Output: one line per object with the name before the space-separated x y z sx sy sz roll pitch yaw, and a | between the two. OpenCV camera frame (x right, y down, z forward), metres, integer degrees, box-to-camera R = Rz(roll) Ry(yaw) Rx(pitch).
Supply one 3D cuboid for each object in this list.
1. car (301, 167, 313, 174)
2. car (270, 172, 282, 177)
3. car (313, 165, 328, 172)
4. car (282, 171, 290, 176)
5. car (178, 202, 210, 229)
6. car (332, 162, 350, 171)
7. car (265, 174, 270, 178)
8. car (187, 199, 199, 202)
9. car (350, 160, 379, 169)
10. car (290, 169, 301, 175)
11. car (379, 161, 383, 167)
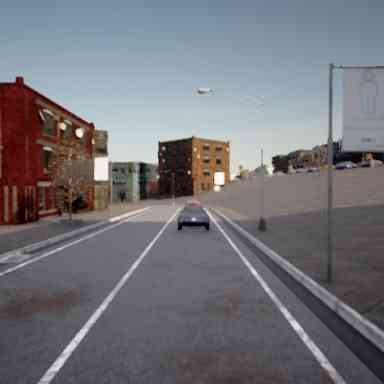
car | 22.100 -3.758 60.340 2.002 1.452 4.674 0 1 -2
car | 21.503 -4.203 82.337 2.185 1.767 4.553 0 1 -1
car | 22.452 -3.703 54.803 2.097 1.535 5.008 0 1 -4
car | 21.739 -3.960 71.400 2.231 1.521 4.892 0 1 -1
car | 0.102 1.584 21.703 1.994 1.385 4.181 0 0 0
car | 22.920 -3.734 49.297 2.185 1.767 4.553 0 1 -5
car | 21.384 -4.095 87.830 2.002 1.452 4.674 0 1 -1
car | 0.102 1.595 40.071 1.812 1.442 4.674 0 0 0
car | 23.539 -3.481 43.606 2.163 1.488 4.792 0 1 -6
car | 21.867 -3.888 65.882 2.231 1.521 4.892 0 1 -1
car | 24.241 -3.376 38.132 2.002 1.452 4.674 0 1 -7
